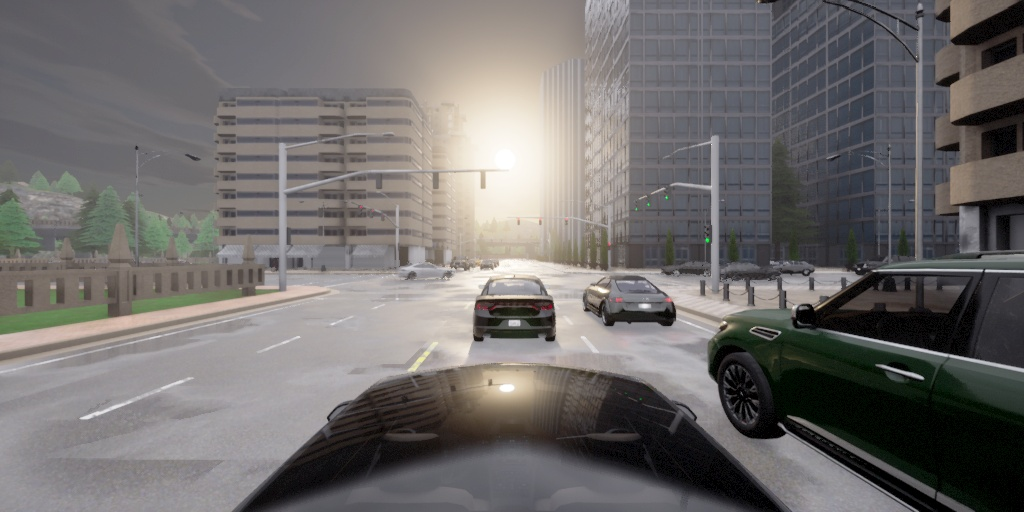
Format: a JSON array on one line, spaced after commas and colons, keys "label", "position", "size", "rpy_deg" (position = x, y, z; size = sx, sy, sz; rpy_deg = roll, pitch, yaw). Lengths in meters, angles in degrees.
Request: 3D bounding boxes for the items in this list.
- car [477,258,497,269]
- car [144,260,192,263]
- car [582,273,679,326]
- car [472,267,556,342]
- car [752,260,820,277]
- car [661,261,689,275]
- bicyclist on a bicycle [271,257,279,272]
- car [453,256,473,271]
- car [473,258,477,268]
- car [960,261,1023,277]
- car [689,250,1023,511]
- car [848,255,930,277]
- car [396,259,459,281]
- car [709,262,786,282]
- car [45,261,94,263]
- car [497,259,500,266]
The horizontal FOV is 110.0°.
[{"label": "car", "position": [-3.632, 1.246, 52.945], "size": [1.837, 1.490, 4.892], "rpy_deg": [0, 0, 0]}, {"label": "car", "position": [-25.605, 1.216, 28.119], "size": [4.674, 1.442, 1.812], "rpy_deg": [0, 0, 6]}, {"label": "car", "position": [3.571, 1.312, 11.622], "size": [1.994, 1.385, 4.181], "rpy_deg": [0, 0, 0]}, {"label": "car", "position": [0.063, 1.226, 9.841], "size": [1.882, 1.535, 5.008], "rpy_deg": [0, 0, 0]}, {"label": "car", "position": [26.315, 1.180, 34.582], "size": [4.902, 1.511, 2.128], "rpy_deg": [0, 0, 0]}, {"label": "car", "position": [16.953, 1.194, 34.633], "size": [4.892, 1.490, 1.837], "rpy_deg": [0, 0, 0]}, {"label": "bicyclist on a bicycle", "position": [-26.109, 0.989, 39.787], "size": [0.582, 1.620, 1.656], "rpy_deg": [0, 0, 7]}, {"label": "car", "position": [-7.132, 0.964, 49.574], "size": [2.150, 2.045, 5.566], "rpy_deg": [0, 0, 0]}, {"label": "car", "position": [-7.125, 1.245, 59.278], "size": [1.837, 1.490, 4.892], "rpy_deg": [0, 0, 0]}, {"label": "car", "position": [46.533, 1.215, 34.450], "size": [4.674, 1.442, 1.812], "rpy_deg": [0, 0, 1]}, {"label": "car", "position": [3.601, 0.971, 2.267], "size": [2.150, 2.045, 5.566], "rpy_deg": [0, 0, 0]}, {"label": "car", "position": [36.194, 0.911, 34.530], "size": [5.566, 2.045, 2.150], "rpy_deg": [0, 0, 0]}, {"label": "car", "position": [-7.130, 1.246, 29.745], "size": [4.674, 1.442, 1.812], "rpy_deg": [0, 1, -26]}, {"label": "car", "position": [17.896, 1.216, 27.422], "size": [4.674, 1.442, 1.812], "rpy_deg": [0, 0, 0]}, {"label": "car", "position": [-39.158, 1.189, 31.367], "size": [4.892, 1.490, 1.837], "rpy_deg": [2, 1, 25]}, {"label": "car", "position": [-3.613, 1.231, 62.285], "size": [2.128, 1.511, 4.902], "rpy_deg": [0, 0, 0]}]
